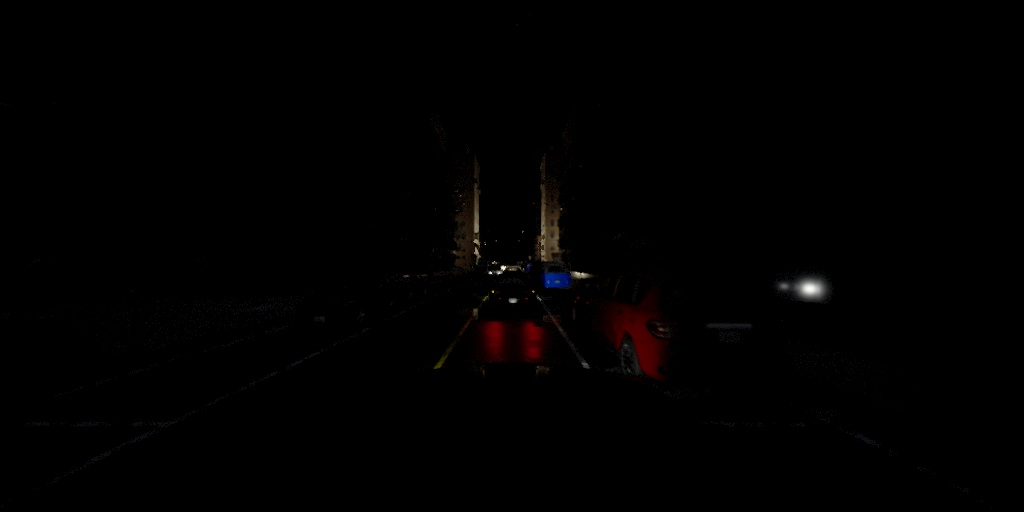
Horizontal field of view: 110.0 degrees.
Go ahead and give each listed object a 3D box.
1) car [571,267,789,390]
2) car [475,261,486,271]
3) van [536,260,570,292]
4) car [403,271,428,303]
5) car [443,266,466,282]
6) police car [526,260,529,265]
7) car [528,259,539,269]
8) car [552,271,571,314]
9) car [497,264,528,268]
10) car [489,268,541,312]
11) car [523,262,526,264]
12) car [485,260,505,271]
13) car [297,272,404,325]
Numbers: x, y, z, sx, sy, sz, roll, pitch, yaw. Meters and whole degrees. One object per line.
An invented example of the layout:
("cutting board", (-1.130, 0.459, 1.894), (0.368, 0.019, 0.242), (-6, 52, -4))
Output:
("car", (2.706, 1.117, 6.830), (2.192, 1.841, 5.009), (0, 0, 0))
("car", (-5.373, 1.933, 60.891), (1.802, 1.307, 4.207), (0, 0, 0))
("van", (2.697, 1.308, 23.048), (1.690, 1.789, 3.998), (0, 0, 0))
("car", (-5.399, 1.458, 17.643), (1.888, 1.381, 4.507), (0, 0, 0))
("car", (-5.389, 1.603, 33.692), (1.751, 1.417, 4.829), (0, 0, 0))
("police car", (3.022, 1.597, 43.191), (1.930, 1.638, 5.238), (0, -1, 0))
("car", (2.693, 1.337, 28.454), (2.192, 1.841, 5.009), (0, 0, 0))
("car", (2.703, 1.408, 12.236), (2.007, 1.370, 4.403), (0, 0, 0))
("car", (0.057, 1.598, 29.469), (1.994, 1.385, 4.181), (0, 0, 1))
("car", (0.054, 1.410, 14.901), (1.812, 1.442, 4.674), (0, 0, 0))
("car", (2.997, 1.470, 50.112), (2.150, 2.045, 5.566), (0, -1, 0))
("car", (-2.778, 1.883, 59.375), (2.033, 1.411, 5.357), (0, -1, 1))
("car", (-5.402, 1.423, 12.237), (1.948, 1.339, 4.313), (0, 0, 0))
